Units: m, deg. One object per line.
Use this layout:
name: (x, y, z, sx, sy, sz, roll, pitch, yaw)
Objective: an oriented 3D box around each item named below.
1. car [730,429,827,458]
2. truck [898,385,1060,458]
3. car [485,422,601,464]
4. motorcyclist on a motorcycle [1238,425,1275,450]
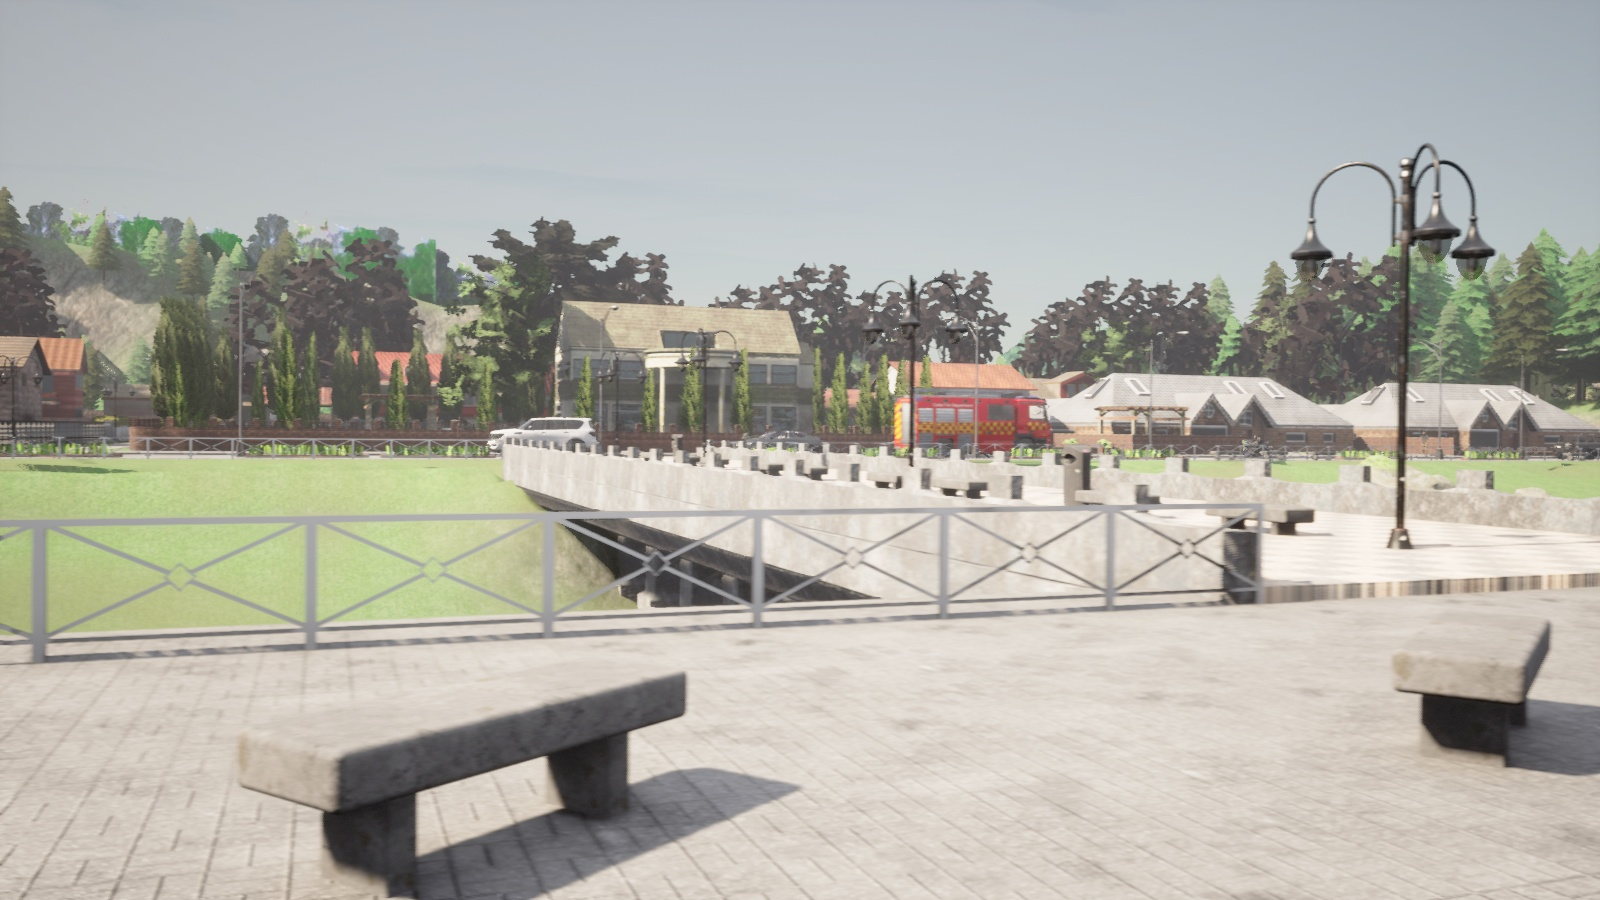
car: (-1.187, -0.360, 69.295, 4.902, 1.511, 2.128, -1, 1, -21)
truck: (9.887, -1.600, 69.205, 8.468, 3.827, 2.891, -1, 1, -21)
car: (-13.261, -0.393, 64.711, 5.566, 2.045, 2.150, -1, 1, -21)
motorcyclist on a motorcycle: (29.392, -0.801, 80.898, 2.191, 1.530, 0.866, -1, 1, -21)
